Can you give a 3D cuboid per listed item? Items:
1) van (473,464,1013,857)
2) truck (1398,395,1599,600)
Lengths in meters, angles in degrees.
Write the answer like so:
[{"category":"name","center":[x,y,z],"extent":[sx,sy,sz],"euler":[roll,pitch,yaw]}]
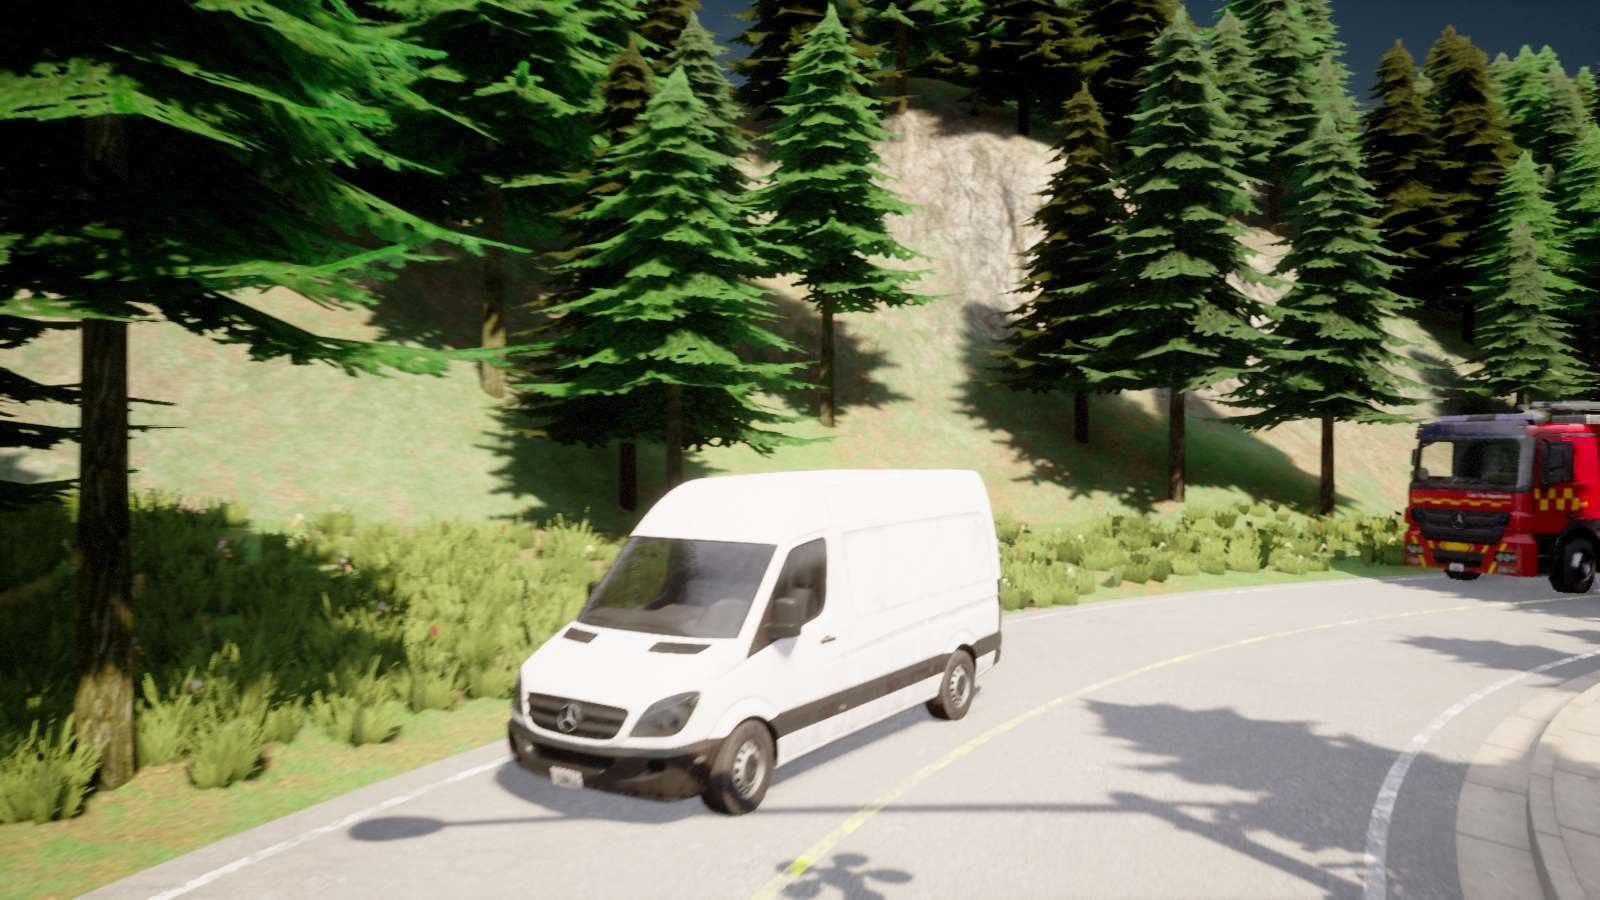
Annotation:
[{"category":"van","center":[-0.094,1.500,10.936],"extent":[1.988,2.561,5.915],"euler":[0,1,34]},{"category":"truck","center":[17.080,0.899,24.258],"extent":[8.468,3.827,2.891],"euler":[0,0,-21]}]
